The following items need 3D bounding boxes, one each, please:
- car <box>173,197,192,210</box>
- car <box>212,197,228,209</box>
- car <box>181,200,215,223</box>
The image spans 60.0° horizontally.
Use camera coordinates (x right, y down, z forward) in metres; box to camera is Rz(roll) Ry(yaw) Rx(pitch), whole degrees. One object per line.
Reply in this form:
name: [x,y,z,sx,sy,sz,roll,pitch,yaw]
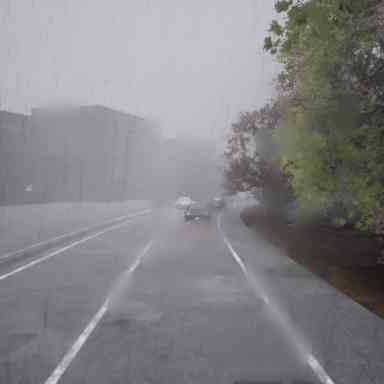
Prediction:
car: [-0.873,1.320,38.894,1.812,1.442,4.674,1,1,12]
car: [3.457,1.363,42.593,1.812,1.442,4.674,1,0,13]
car: [0.570,1.522,25.002,1.895,1.301,4.718,0,0,5]
